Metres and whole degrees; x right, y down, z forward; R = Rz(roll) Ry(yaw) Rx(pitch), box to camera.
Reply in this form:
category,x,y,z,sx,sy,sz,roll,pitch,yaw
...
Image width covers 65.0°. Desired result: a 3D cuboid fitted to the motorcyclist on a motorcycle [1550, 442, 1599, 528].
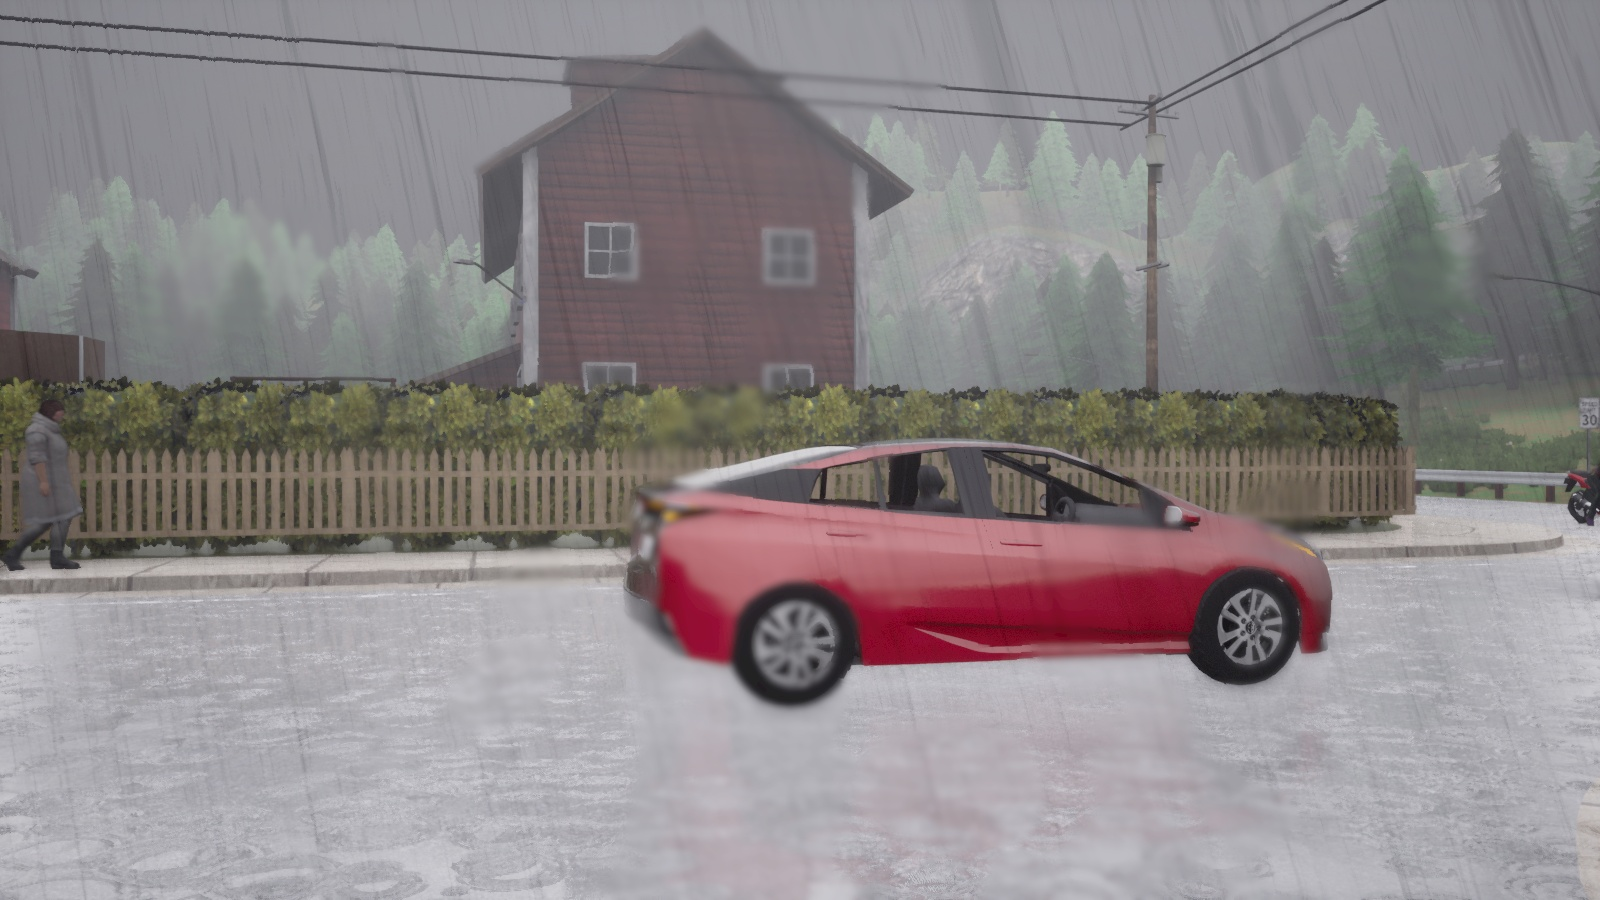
category,x,y,z,sx,sy,sz,roll,pitch,yaw
motorcyclist on a motorcycle,14.482,0.614,22.301,0.797,1.523,2.044,0,0,-13

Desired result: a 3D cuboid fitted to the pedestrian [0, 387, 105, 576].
category,x,y,z,sx,sy,sz,roll,pitch,yaw
pedestrian,-7.974,0.320,13.338,0.873,1.952,0.659,0,0,-12

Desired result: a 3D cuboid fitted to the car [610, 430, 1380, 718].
category,x,y,z,sx,sy,sz,roll,pitch,yaw
car,1.131,0.648,8.161,4.514,1.525,2.007,0,0,-14
